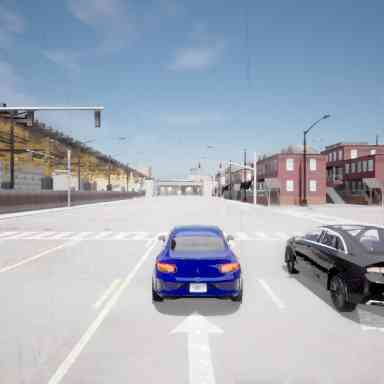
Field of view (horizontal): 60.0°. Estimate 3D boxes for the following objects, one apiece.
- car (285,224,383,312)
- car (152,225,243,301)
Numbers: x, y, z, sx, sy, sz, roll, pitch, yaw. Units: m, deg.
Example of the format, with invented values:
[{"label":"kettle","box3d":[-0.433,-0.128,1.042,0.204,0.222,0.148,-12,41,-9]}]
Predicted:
[{"label":"car","box3d":[3.610,1.492,7.687,2.128,1.511,4.902,0,0,-1]},{"label":"car","box3d":[0.107,1.526,8.180,1.812,1.442,4.674,0,0,0]}]
